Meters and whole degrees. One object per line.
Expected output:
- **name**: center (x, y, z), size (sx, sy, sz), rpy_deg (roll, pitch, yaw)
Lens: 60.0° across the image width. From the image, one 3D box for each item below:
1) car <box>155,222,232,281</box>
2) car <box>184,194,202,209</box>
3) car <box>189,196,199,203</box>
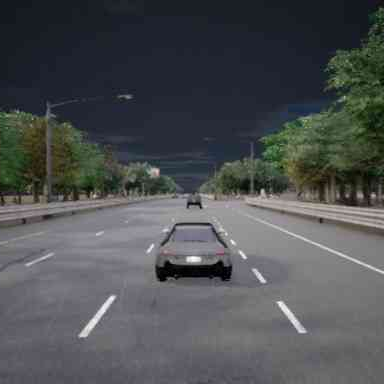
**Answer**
- **car**: center (0.056, 1.585, 9.969), size (1.994, 1.385, 4.181), rpy_deg (0, 0, 0)
- **car**: center (0.316, 1.321, 48.792), size (2.150, 2.045, 5.566), rpy_deg (0, 0, 0)
- **car**: center (0.486, 1.689, 73.920), size (2.033, 1.411, 5.357), rpy_deg (0, 0, 0)
